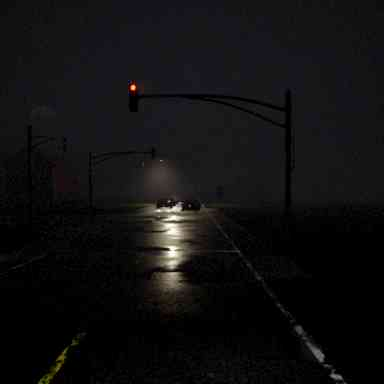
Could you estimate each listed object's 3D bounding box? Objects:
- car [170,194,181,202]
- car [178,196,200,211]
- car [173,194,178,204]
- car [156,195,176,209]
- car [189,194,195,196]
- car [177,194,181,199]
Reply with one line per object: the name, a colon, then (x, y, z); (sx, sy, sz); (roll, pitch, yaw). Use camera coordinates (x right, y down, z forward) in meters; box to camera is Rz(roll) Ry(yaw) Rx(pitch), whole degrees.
car: (-3.501, 1.266, 72.458); (2.097, 1.767, 4.553); (0, 0, 0)
car: (-0.143, 1.537, 39.591); (1.994, 1.385, 4.181); (0, 0, 4)
car: (-3.581, 1.479, 53.131); (1.812, 1.442, 4.674); (0, 0, 0)
car: (-3.591, 1.530, 44.470); (1.994, 1.385, 4.181); (0, 0, 0)
car: (-0.004, 1.387, 86.362); (1.837, 1.490, 4.892); (0, 0, 0)
car: (-3.562, 1.416, 62.482); (1.882, 1.535, 5.008); (0, 0, 1)
